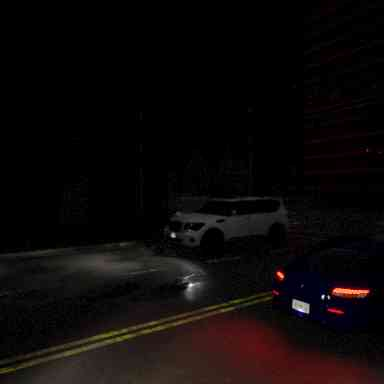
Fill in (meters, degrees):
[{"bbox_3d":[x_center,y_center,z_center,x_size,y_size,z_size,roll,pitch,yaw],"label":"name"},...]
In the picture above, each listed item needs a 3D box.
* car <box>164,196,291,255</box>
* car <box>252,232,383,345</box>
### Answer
[{"bbox_3d":[1.618,1.221,13.597,5.566,2.045,2.150,0,0,-34],"label":"car"},{"bbox_3d":[3.489,1.526,6.257,4.674,1.442,1.812,0,0,-35],"label":"car"}]
